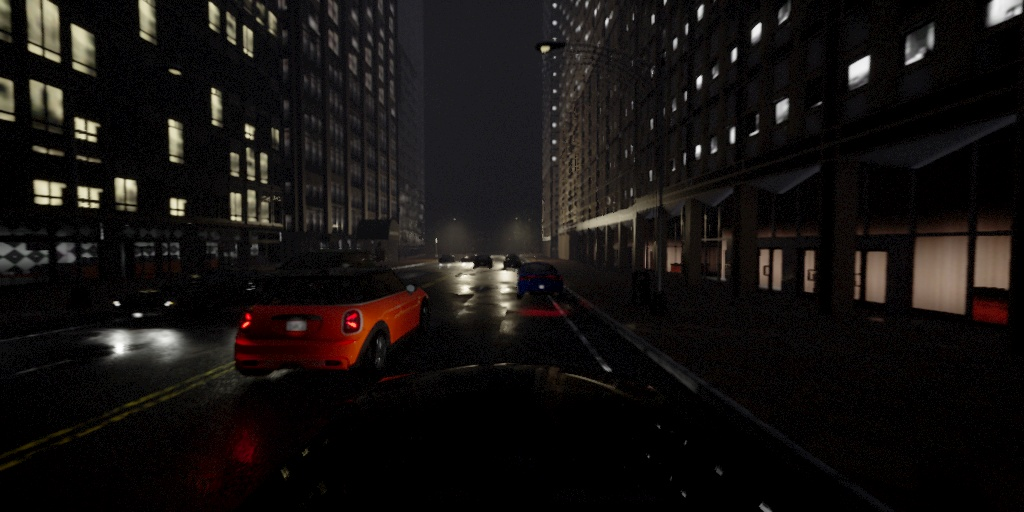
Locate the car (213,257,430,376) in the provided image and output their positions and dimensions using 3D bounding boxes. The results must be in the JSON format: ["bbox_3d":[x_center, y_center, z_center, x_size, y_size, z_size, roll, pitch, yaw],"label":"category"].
[{"bbox_3d":[-3.151,1.008,7.370,2.097,1.767,4.553,0,1,0],"label":"car"}]

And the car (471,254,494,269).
[{"bbox_3d":[-3.144,0.586,40.134,1.882,1.535,5.008,0,1,0],"label":"car"}]

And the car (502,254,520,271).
[{"bbox_3d":[0.027,0.656,36.831,2.128,1.511,4.902,0,1,0],"label":"car"}]

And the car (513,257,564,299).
[{"bbox_3d":[1.139,0.988,16.245,1.882,1.535,5.008,0,1,0],"label":"car"}]

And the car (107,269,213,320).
[{"bbox_3d":[-9.847,1.126,12.083,2.033,1.411,5.357,0,1,0],"label":"car"}]

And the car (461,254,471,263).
[{"bbox_3d":[-6.542,0.425,54.482,1.994,1.385,4.181,0,1,1],"label":"car"}]

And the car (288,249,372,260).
[{"bbox_3d":[-6.601,0.790,12.649,2.150,2.045,5.566,0,1,0],"label":"car"}]

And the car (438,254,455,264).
[{"bbox_3d":[-9.787,0.414,54.164,2.033,1.411,5.357,0,1,1],"label":"car"}]
